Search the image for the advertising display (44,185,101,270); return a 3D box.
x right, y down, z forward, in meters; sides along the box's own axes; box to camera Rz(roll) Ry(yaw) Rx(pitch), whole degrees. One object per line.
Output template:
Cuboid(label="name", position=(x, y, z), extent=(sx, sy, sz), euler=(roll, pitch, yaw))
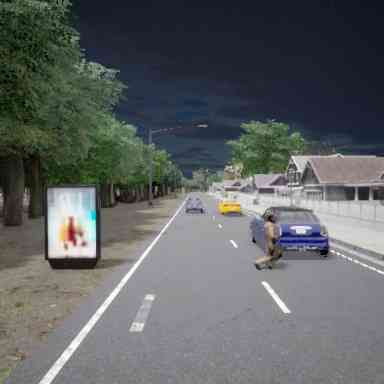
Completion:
Cuboid(label="advertising display", position=(-3.466, 1.023, 9.698), extent=(1.540, 2.440, 0.280), euler=(-1, 1, 0))

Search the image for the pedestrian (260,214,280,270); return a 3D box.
Cuboid(label="pedestrian", position=(2.235, 1.293, 9.557), extent=(0.375, 1.860, 0.375), euler=(1, 1, 10))

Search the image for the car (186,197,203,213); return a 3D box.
Cuboid(label="car", position=(0.268, 1.483, 36.637), extent=(2.033, 1.411, 5.357), euler=(0, 0, 0))

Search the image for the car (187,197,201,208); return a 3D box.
Cuboid(label="car", position=(0.288, 1.441, 47.170), extent=(1.994, 1.385, 4.181), euler=(0, 0, 1))

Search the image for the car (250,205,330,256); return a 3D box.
Cuboid(label="car", position=(3.661, 1.349, 13.264), extent=(2.097, 1.767, 4.553), euler=(0, 0, 0))

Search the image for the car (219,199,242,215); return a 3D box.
Cuboid(label="car", position=(3.754, 1.428, 33.223), extent=(1.882, 1.535, 5.008), euler=(0, 0, 0))
